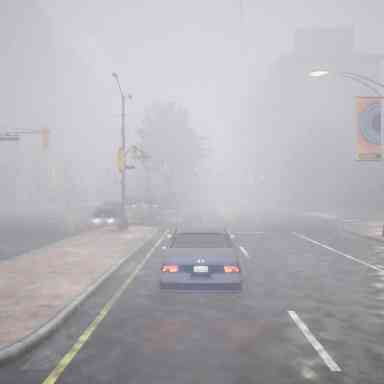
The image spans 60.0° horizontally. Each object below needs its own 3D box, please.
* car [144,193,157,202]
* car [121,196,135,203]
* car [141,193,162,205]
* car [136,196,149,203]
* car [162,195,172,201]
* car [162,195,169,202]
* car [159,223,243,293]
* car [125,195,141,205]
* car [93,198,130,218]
[{"bbox_3d":[-9.999,1.225,80.381,2.150,2.045,5.566,0,0,1],"label":"car"},{"bbox_3d":[-13.447,1.595,69.884,1.895,1.301,4.718,0,0,1],"label":"car"},{"bbox_3d":[-6.996,1.353,58.245,2.097,1.767,4.553,0,0,1],"label":"car"},{"bbox_3d":[-10.222,1.505,68.561,1.837,1.490,4.892,0,0,1],"label":"car"},{"bbox_3d":[-6.418,1.525,84.663,2.128,1.511,4.902,0,0,1],"label":"car"},{"bbox_3d":[-6.676,1.355,70.982,2.097,1.767,4.553,0,0,1],"label":"car"},{"bbox_3d":[0.232,1.547,8.987,2.033,1.411,5.357,0,0,1],"label":"car"},{"bbox_3d":[-10.500,1.352,57.919,2.097,1.767,4.553,0,0,1],"label":"car"},{"bbox_3d":[-7.532,1.547,30.908,2.033,1.411,5.357,0,0,1],"label":"car"}]
